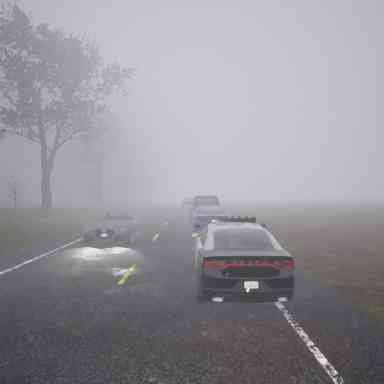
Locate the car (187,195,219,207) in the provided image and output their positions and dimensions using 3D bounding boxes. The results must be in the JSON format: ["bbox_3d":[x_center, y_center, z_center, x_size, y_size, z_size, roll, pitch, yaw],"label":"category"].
[{"bbox_3d":[0.930,1.234,24.355,2.150,2.045,5.566,0,0,-1],"label":"car"}]

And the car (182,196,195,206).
[{"bbox_3d":[-0.645,1.539,58.877,2.128,1.511,4.902,0,0,-1],"label":"car"}]

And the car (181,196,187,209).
[{"bbox_3d":[-0.373,1.384,45.827,2.097,1.767,4.553,0,0,0],"label":"car"}]

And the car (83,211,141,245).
[{"bbox_3d":[-3.563,1.568,15.482,1.994,1.385,4.181,0,0,0],"label":"car"}]

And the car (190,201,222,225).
[{"bbox_3d":[0.978,1.484,18.319,1.882,1.535,5.008,0,0,0],"label":"car"}]

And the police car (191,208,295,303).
[{"bbox_3d":[1.033,1.427,8.419,1.930,1.638,5.238,0,0,0],"label":"police car"}]
